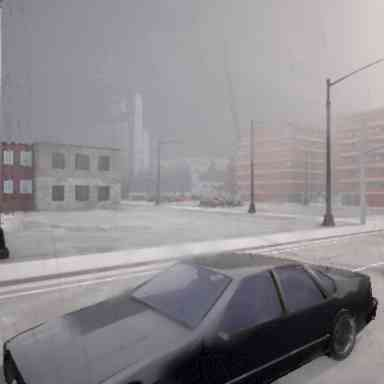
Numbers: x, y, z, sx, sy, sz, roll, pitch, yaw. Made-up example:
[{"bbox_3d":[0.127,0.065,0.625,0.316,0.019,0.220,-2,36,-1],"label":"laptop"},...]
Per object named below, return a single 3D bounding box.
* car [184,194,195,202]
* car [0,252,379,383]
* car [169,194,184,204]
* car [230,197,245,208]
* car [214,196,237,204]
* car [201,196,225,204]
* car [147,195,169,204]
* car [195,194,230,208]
[{"bbox_3d":[-2.096,1.279,75.798,2.097,1.767,4.553,1,0,-37],"label":"car"},{"bbox_3d":[0.510,1.598,4.460,5.357,1.411,2.033,1,-1,-38],"label":"car"},{"bbox_3d":[-4.214,1.362,66.973,2.097,1.767,4.553,1,0,-37],"label":"car"},{"bbox_3d":[6.236,1.670,52.947,2.128,1.511,4.902,0,0,-37],"label":"car"},{"bbox_3d":[6.955,1.623,69.592,1.837,1.490,4.892,1,0,-37],"label":"car"},{"bbox_3d":[4.159,1.597,67.487,2.128,1.511,4.902,1,0,-37],"label":"car"},{"bbox_3d":[-6.993,1.442,64.844,1.994,1.385,4.181,1,0,-37],"label":"car"},{"bbox_3d":[3.147,1.498,51.228,2.097,1.767,4.553,1,0,-37],"label":"car"}]
